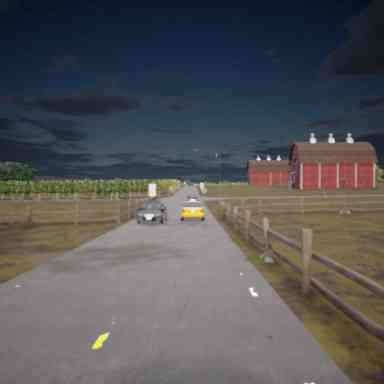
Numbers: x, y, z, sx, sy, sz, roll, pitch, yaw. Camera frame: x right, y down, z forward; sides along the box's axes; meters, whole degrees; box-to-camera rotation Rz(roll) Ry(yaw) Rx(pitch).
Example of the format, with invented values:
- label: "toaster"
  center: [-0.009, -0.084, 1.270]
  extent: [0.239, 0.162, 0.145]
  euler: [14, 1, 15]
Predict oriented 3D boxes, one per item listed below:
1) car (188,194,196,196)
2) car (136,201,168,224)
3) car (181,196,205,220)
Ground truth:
- label: "car"
  center: [0.002, 1.057, 51.223]
  extent: [2.033, 1.411, 5.357]
  euler: [0, 1, 0]
- label: "car"
  center: [-2.782, 1.439, 24.134]
  extent: [2.128, 1.511, 4.902]
  euler: [0, 0, 1]
- label: "car"
  center: [0.069, 1.378, 26.983]
  extent: [1.801, 1.575, 5.366]
  euler: [0, 0, 0]
